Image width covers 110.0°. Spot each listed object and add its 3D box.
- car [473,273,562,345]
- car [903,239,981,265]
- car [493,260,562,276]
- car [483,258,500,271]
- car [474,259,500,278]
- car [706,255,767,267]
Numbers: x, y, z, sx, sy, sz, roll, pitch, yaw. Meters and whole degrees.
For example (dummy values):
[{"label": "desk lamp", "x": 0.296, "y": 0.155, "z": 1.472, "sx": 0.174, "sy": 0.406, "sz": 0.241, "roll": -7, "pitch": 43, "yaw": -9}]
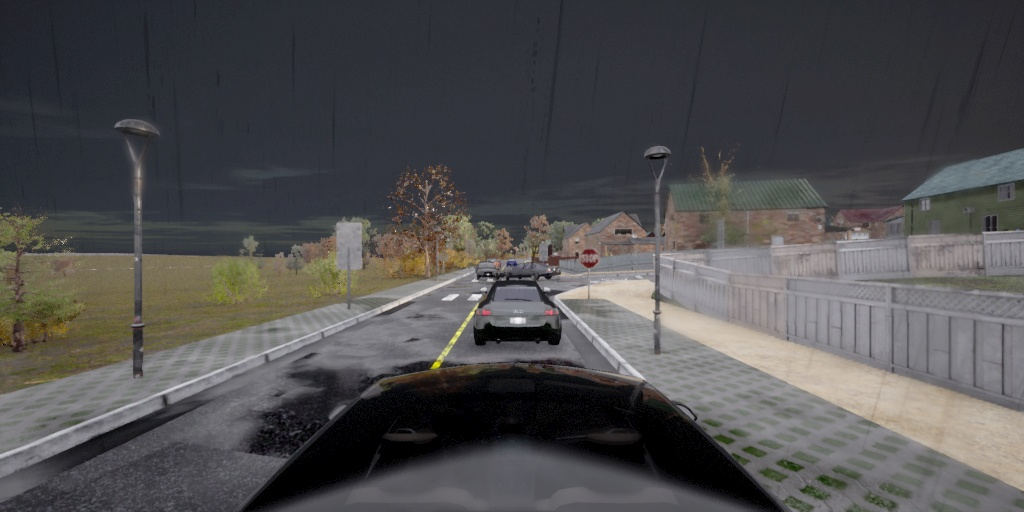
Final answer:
[{"label": "car", "x": 0.097, "y": 1.313, "z": 9.467, "sx": 1.994, "sy": 1.385, "sz": 4.181, "roll": 0, "pitch": 0, "yaw": -1}, {"label": "car", "x": 23.875, "y": -0.209, "z": 20.452, "sx": 4.902, "sy": 1.511, "sz": 2.128, "roll": -3, "pitch": 0, "yaw": 14}, {"label": "car", "x": 1.318, "y": 1.196, "z": 28.482, "sx": 5.357, "sy": 1.411, "sz": 2.033, "roll": -4, "pitch": -3, "yaw": 43}, {"label": "car", "x": -2.881, "y": 1.118, "z": 51.209, "sx": 2.097, "sy": 1.767, "sz": 4.553, "roll": 0, "pitch": 0, "yaw": 1}, {"label": "car", "x": -2.271, "y": 1.256, "z": 31.391, "sx": 1.837, "sy": 1.490, "sz": 4.892, "roll": 0, "pitch": 0, "yaw": -8}, {"label": "car", "x": 14.373, "y": 0.412, "z": 22.867, "sx": 4.181, "sy": 1.385, "sz": 1.994, "roll": -3, "pitch": 0, "yaw": 16}]
